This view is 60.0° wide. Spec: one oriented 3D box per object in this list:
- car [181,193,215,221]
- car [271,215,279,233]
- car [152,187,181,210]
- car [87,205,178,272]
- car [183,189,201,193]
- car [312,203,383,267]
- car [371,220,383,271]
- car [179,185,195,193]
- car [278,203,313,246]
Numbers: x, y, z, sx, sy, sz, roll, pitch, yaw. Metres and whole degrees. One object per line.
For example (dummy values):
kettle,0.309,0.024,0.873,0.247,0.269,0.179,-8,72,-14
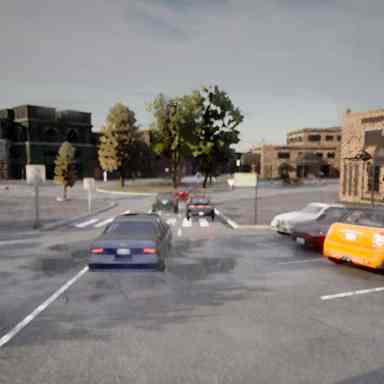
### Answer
car,0.490,1.059,22.904,2.128,1.511,4.902,0,1,-2
car,5.862,1.230,15.183,4.674,1.452,2.002,0,1,-22
car,-2.178,0.757,27.935,2.097,1.767,4.553,0,2,-1
car,-1.608,1.357,10.078,2.033,1.411,5.357,0,1,-1
car,0.481,0.732,33.391,1.895,1.301,4.718,1,3,4
car,6.023,1.174,9.276,4.553,1.767,2.185,0,1,-22
car,6.170,1.385,6.351,4.792,1.488,2.163,0,1,-22
car,-0.532,-0.024,40.388,2.097,1.767,4.553,3,6,21
car,5.931,1.274,12.222,4.792,1.488,2.163,0,1,-22
